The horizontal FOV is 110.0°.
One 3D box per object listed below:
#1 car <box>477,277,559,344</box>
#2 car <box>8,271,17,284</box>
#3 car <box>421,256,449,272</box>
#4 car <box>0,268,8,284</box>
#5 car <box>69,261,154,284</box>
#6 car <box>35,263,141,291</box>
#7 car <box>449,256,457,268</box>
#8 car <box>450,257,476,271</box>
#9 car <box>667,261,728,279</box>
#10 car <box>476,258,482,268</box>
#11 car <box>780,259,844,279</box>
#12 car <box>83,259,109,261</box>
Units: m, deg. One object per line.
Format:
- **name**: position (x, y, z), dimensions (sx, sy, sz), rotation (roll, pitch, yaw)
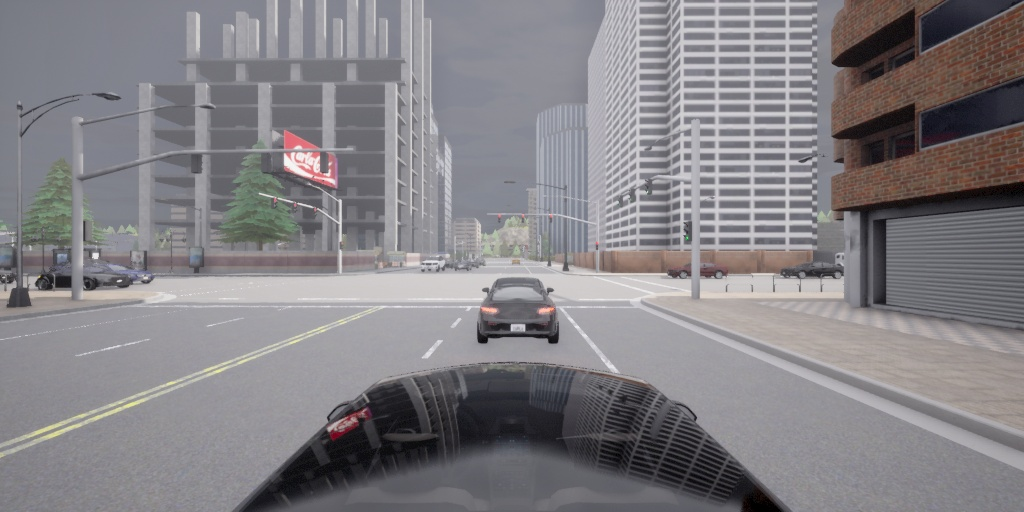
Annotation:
- **car**: position (0.158, 1.276, 9.492), dimensions (1.812, 1.442, 4.674), rotation (0, 0, 1)
- **car**: position (-37.853, 1.255, 25.070), dimensions (4.892, 1.490, 1.837), rotation (0, 0, 0)
- **car**: position (-10.082, 0.971, 46.208), dimensions (2.150, 2.045, 5.566), rotation (0, 0, 1)
- **car**: position (-34.208, 1.102, 21.545), dimensions (4.553, 1.767, 2.097), rotation (0, 0, 0)
- **car**: position (-27.864, 1.276, 25.001), dimensions (4.674, 1.442, 1.812), rotation (0, 0, 0)
- **car**: position (-25.506, 1.314, 21.485), dimensions (4.181, 1.385, 1.994), rotation (0, 0, 0)
- **car**: position (-9.968, 1.102, 55.678), dimensions (2.097, 1.767, 4.553), rotation (0, 0, 1)
- **car**: position (-6.563, 1.241, 48.563), dimensions (2.128, 1.511, 4.902), rotation (0, 0, 1)
- **car**: position (16.462, 1.228, 31.913), dimensions (5.008, 1.535, 1.882), rotation (0, 0, 0)
- **car**: position (-6.442, 1.314, 58.533), dimensions (1.994, 1.385, 4.181), rotation (0, 0, 0)
- **car**: position (26.655, 1.228, 31.836), dimensions (5.008, 1.535, 1.882), rotation (0, 0, 0)
- **car**: position (-38.590, 1.102, 32.269), dimensions (4.553, 1.767, 2.097), rotation (0, 0, 0)
